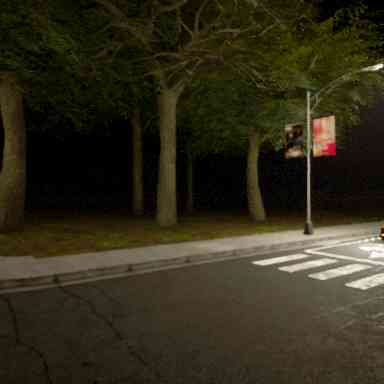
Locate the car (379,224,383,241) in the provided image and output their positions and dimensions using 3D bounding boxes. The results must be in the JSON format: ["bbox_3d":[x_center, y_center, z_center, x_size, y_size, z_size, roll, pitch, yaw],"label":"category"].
[{"bbox_3d":[10.308,1.540,14.984,4.181,1.385,1.994,0,0,-35],"label":"car"}]
